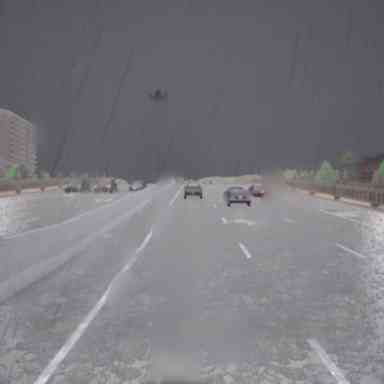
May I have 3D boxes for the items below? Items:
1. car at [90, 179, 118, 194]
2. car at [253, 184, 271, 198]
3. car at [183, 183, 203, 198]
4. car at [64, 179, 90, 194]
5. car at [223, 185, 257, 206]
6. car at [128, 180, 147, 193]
[{"bbox_3d":[-10.552,-0.752,40.984,2.097,1.767,4.553,0,3,0],"label":"car"},{"bbox_3d":[7.121,-0.198,35.517,1.994,1.385,4.181,0,3,0],"label":"car"},{"bbox_3d":[0.118,-0.214,34.526,2.128,1.511,4.902,0,4,0],"label":"car"},{"bbox_3d":[-14.052,-0.754,40.987,2.097,1.767,4.553,0,3,0],"label":"car"},{"bbox_3d":[3.585,0.299,27.007,2.033,1.411,5.357,0,3,0],"label":"car"},{"bbox_3d":[-7.048,-0.752,43.317,2.128,1.511,4.902,0,4,0],"label":"car"}]
